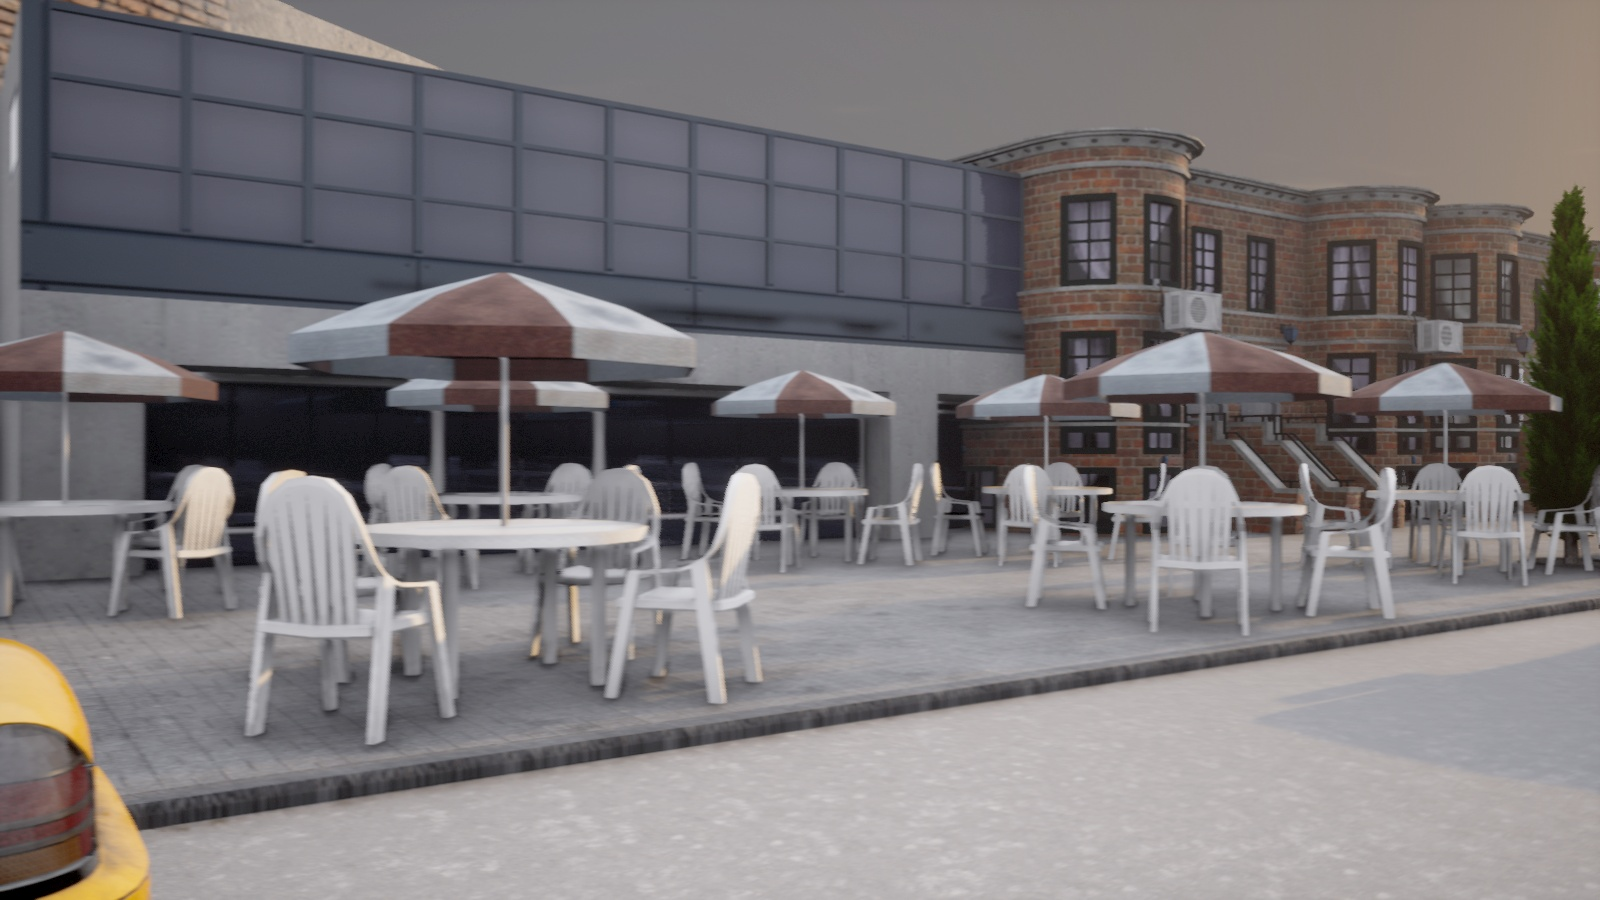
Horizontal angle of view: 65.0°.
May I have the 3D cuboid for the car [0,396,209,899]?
[{"bbox_3d":[-3.840,0.696,1.593,5.366,1.575,1.801,0,0,-35],"label":"car"}]
